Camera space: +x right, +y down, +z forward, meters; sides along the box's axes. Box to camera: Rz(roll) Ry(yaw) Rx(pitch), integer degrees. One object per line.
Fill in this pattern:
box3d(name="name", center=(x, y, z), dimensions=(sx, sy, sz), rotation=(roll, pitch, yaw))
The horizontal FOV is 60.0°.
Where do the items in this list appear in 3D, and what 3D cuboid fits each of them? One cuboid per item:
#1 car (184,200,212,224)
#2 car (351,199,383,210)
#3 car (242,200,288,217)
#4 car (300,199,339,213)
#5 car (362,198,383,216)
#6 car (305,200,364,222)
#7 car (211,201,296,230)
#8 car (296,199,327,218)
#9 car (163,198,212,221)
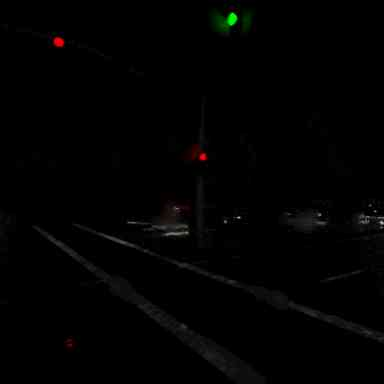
box3d(name="car", center=(2.359, 1.536, 24.143), dimensions=(5.357, 1.411, 2.033), rotation=(0, 0, -35))
box3d(name="car", center=(22.528, 1.572, 42.658), dimensions=(4.718, 1.301, 1.895), rotation=(0, 0, -36))
box3d(name="car", center=(6.982, 1.548, 31.691), dimensions=(4.181, 1.385, 1.994), rotation=(0, 0, -36))
box3d(name="car", center=(14.117, 1.504, 36.742), dimensions=(4.674, 1.442, 1.812), rotation=(0, 0, -35))
box3d(name="car", center=(18.065, 1.542, 30.973), dimensions=(4.181, 1.385, 1.994), rotation=(0, 0, -35))
box3d(name="car", center=(11.207, 1.548, 26.105), dimensions=(4.181, 1.385, 1.994), rotation=(0, 0, -35))
box3d(name="car", center=(3.956, 1.481, 20.939), dimensions=(4.902, 1.511, 2.128), rotation=(0, 0, -36))
box3d(name="car", center=(10.582, 1.530, 29.958), dimensions=(5.357, 1.411, 2.033), rotation=(0, 0, -35))
box3d(name="car", center=(-0.047, 1.341, 26.681), dimensions=(4.553, 1.767, 2.097), rotation=(0, 0, -35))
